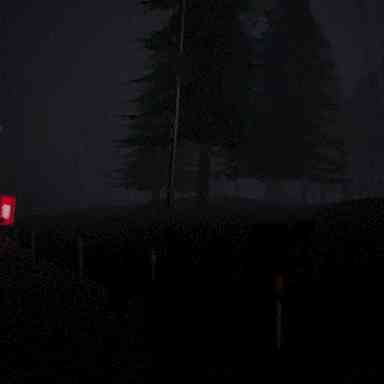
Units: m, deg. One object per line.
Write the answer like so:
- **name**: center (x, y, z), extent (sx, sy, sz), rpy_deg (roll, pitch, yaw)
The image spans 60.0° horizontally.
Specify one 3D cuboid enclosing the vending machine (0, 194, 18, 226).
- **vending machine**: center (-13.065, 1.262, 23.513), extent (1.100, 2.100, 0.880), rpy_deg (7, 1, -24)
